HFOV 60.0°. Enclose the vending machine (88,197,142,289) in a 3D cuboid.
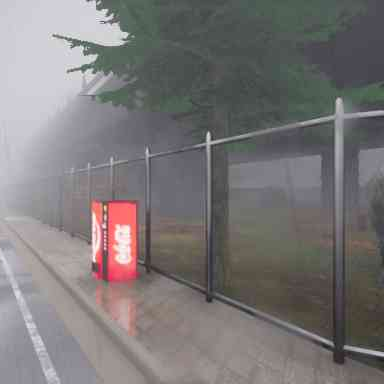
[{"bbox_3d":[-1.936,1.195,8.332,1.100,2.100,0.880,0,0,-33],"label":"vending machine"}]
